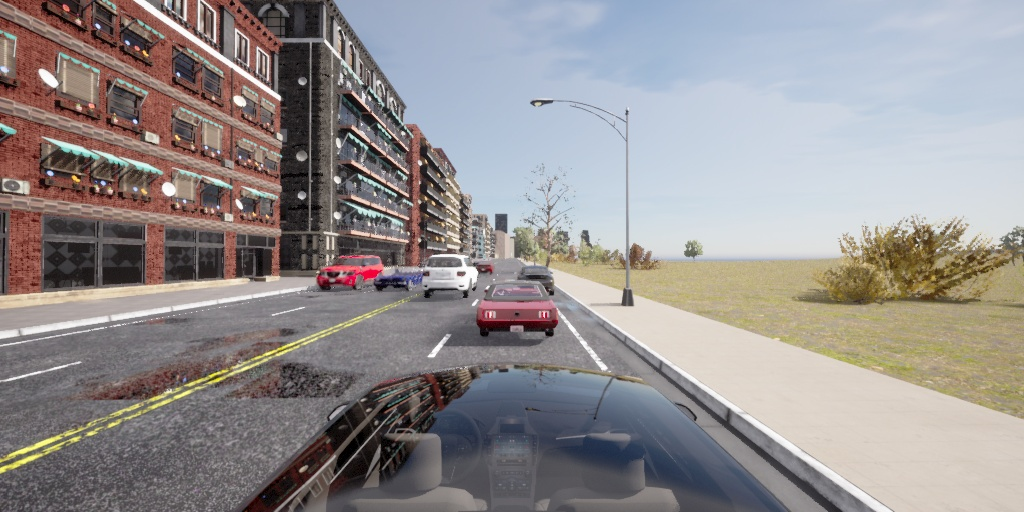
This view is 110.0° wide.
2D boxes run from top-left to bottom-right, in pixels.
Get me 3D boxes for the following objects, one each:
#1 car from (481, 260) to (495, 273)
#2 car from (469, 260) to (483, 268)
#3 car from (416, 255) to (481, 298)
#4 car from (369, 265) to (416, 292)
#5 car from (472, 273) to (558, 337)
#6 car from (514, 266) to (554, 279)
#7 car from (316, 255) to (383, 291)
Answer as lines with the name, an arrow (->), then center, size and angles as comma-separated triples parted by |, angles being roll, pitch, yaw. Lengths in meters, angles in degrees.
car -> -3.005, 1.229, 40.100 | 1.882, 1.535, 5.008 | 0, 0, 0
car -> -6.322, 1.350, 63.866 | 1.895, 1.301, 4.718 | 0, 0, 1
car -> -3.087, 0.973, 18.793 | 2.150, 2.045, 5.566 | 0, 0, 0
car -> -6.527, 1.353, 21.440 | 1.895, 1.301, 4.718 | 0, 0, 0
car -> 0.131, 1.352, 10.290 | 1.895, 1.301, 4.718 | 0, 0, 0
car -> 1.203, 1.257, 19.491 | 1.837, 1.490, 4.892 | 0, 0, 0
car -> -9.772, 0.973, 22.262 | 2.150, 2.045, 5.566 | 0, 0, 0
